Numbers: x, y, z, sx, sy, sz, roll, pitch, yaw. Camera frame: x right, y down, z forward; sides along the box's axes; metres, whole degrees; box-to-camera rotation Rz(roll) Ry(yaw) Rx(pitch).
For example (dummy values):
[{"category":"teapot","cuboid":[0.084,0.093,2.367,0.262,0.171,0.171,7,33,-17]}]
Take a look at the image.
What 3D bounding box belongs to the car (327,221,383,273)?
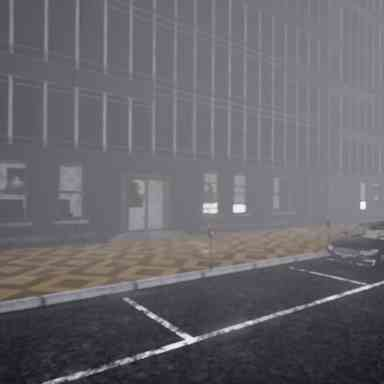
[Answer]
[{"category":"car","cuboid":[6.254,1.675,11.021,4.403,1.369,2.008,1,0,-36]}]
